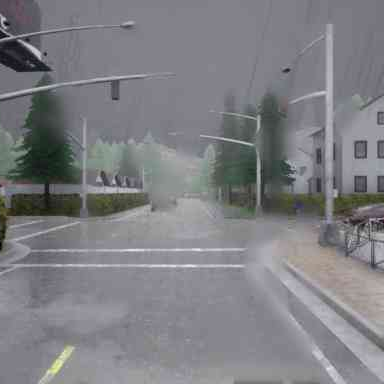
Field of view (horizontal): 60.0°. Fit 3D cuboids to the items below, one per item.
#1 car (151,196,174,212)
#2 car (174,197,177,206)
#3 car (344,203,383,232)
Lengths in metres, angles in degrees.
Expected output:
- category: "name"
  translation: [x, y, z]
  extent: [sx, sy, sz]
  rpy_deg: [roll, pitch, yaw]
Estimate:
- category: "car"
  translation: [-3.591, 1.547, 38.460]
  extent: [2.033, 1.411, 5.357]
  rpy_deg: [0, 0, 0]
- category: "car"
  translation: [-3.530, 1.477, 55.003]
  extent: [1.882, 1.535, 5.008]
  rpy_deg: [0, 0, 1]
- category: "car"
  translation: [10.652, 1.334, 17.890]
  extent: [4.674, 1.442, 1.812]
  rpy_deg: [0, 0, -1]
